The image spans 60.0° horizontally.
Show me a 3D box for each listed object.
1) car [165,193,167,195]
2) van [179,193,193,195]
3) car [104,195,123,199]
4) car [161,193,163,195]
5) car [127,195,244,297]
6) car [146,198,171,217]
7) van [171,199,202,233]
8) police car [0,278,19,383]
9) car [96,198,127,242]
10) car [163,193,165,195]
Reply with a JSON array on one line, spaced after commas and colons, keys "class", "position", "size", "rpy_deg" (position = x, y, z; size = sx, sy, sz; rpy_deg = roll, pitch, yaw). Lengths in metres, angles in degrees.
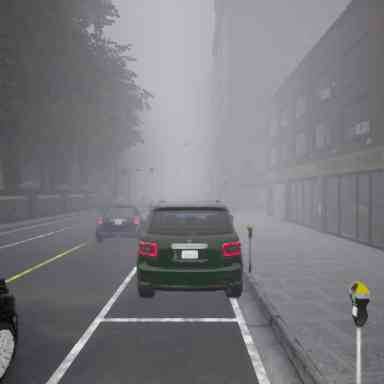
[{"class": "car", "position": [-8.815, 1.438, 91.530], "size": [1.887, 1.381, 4.507], "rpy_deg": [0, 0, 0]}, {"class": "van", "position": [-0.290, 1.317, 36.980], "size": [1.690, 1.788, 3.998], "rpy_deg": [0, 0, 0]}, {"class": "car", "position": [-8.815, 1.291, 36.940], "size": [2.192, 1.841, 5.009], "rpy_deg": [0, 0, 0]}, {"class": "car", "position": [-8.815, 1.432, 80.459], "size": [1.752, 1.417, 4.829], "rpy_deg": [0, 0, 0]}, {"class": "car", "position": [-0.039, 1.218, 8.679], "size": [2.150, 2.045, 5.566], "rpy_deg": [0, 0, 0]}, {"class": "car", "position": [-3.119, 1.459, 32.151], "size": [1.882, 1.535, 5.008], "rpy_deg": [0, 0, 1]}, {"class": "van", "position": [-0.290, 1.333, 19.998], "size": [1.690, 1.788, 3.998], "rpy_deg": [0, 0, 0]}, {"class": "police car", "position": [-3.145, 1.424, 2.371], "size": [1.930, 1.638, 5.238], "rpy_deg": [0, 0, 0]}, {"class": "car", "position": [-3.126, 1.345, 16.337], "size": [2.097, 1.767, 4.553], "rpy_deg": [0, 0, 0]}, {"class": "car", "position": [-8.815, 1.451, 86.079], "size": [2.008, 1.369, 4.403], "rpy_deg": [0, 0, 0]}]
